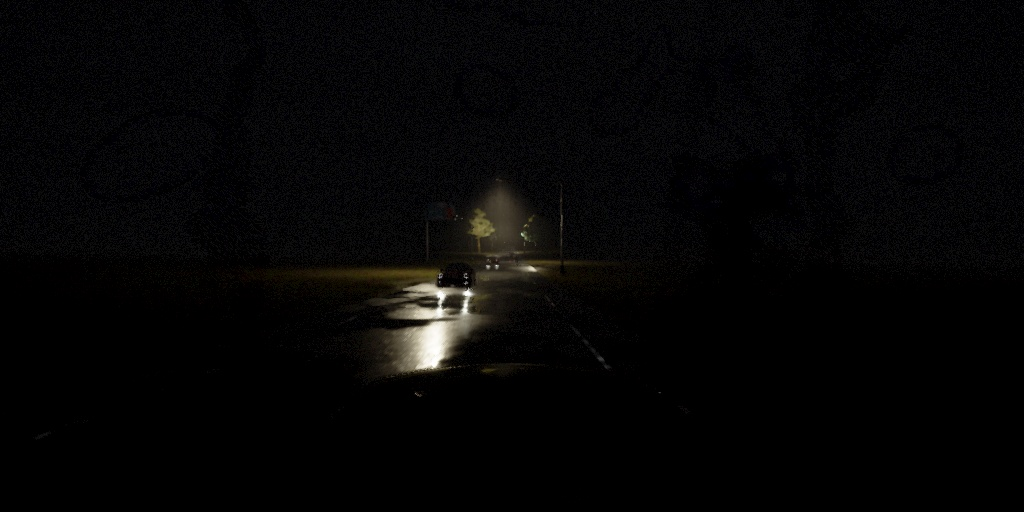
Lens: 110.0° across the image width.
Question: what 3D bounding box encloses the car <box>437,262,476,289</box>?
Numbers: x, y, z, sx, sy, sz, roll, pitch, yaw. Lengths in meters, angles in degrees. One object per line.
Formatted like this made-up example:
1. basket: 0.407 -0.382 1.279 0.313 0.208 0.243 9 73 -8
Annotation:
1. car: -3.595 1.203 23.870 2.097 1.767 4.553 0 0 0
